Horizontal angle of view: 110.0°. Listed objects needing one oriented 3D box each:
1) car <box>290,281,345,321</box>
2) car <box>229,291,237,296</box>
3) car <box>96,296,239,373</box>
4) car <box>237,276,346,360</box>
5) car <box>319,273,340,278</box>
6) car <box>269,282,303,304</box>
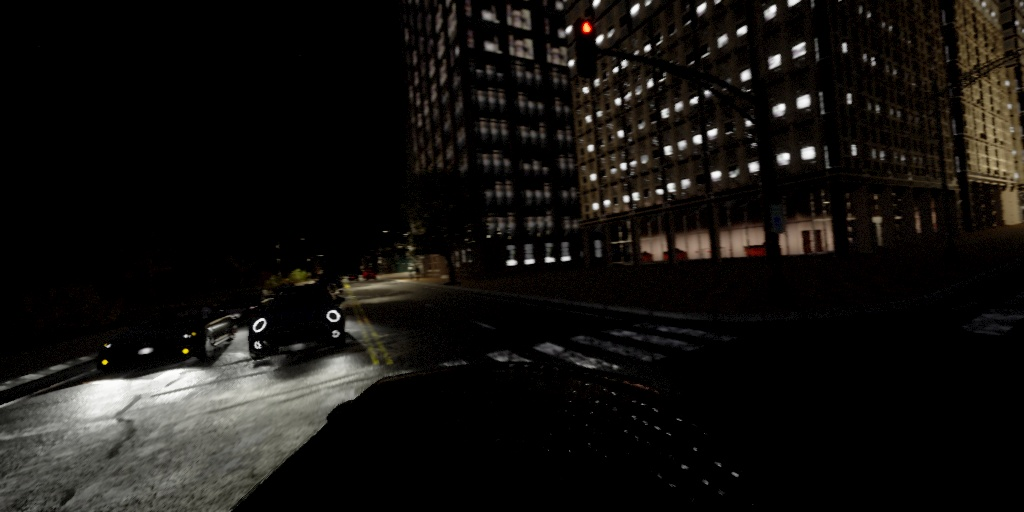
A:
[{"bbox_3d":[-10.011,2.209,18.805,2.128,1.511,4.902,-4,-1,-26],"label":"car"},{"bbox_3d":[-13.241,2.455,18.045,2.128,1.511,4.902,-4,-1,-26],"label":"car"},{"bbox_3d":[-9.547,2.154,10.300,1.994,1.385,4.181,-4,-1,-25],"label":"car"},{"bbox_3d":[-6.097,1.673,10.569,2.097,1.767,4.553,-4,-1,-25],"label":"car"},{"bbox_3d":[-16.959,2.632,33.392,2.150,2.045,5.566,-4,1,-25],"label":"car"},{"bbox_3d":[-19.241,3.099,30.685,1.812,1.442,4.674,-4,0,-25],"label":"car"}]
